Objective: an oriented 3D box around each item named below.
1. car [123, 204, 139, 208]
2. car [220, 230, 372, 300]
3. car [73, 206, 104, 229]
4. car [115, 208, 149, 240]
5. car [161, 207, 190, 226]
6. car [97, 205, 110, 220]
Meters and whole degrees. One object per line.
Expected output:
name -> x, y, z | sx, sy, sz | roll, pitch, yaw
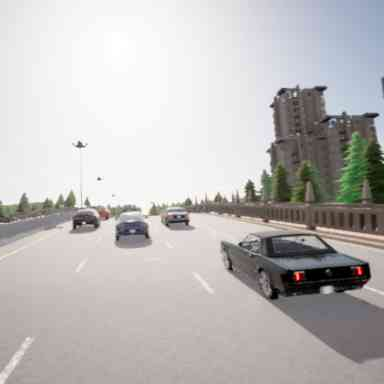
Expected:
car -> -6.928, 2.132, 37.038 | 2.097, 1.767, 4.553 | -2, -2, -11
car -> 2.166, 1.636, 8.563 | 1.895, 1.301, 4.718 | -2, -1, -11
car -> -8.644, 2.187, 27.532 | 1.837, 1.490, 4.892 | -2, -2, -11
car -> -3.578, 1.922, 19.783 | 1.812, 1.442, 4.674 | -2, -1, -11
car -> -1.445, 1.963, 27.171 | 2.033, 1.411, 5.357 | -2, -1, -11
car -> -11.056, 2.404, 40.002 | 2.097, 1.767, 4.553 | -2, -2, -11
